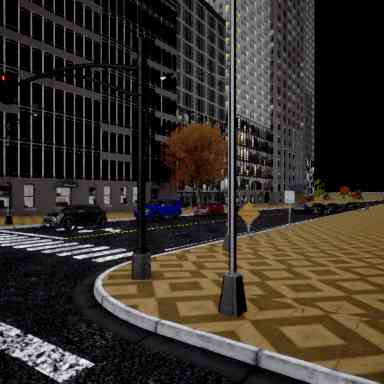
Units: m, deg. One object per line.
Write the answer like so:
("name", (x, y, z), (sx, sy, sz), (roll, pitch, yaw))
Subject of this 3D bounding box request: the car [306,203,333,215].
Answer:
("car", (17.765, 2.399, 46.272), (1.837, 1.490, 4.892), (0, -1, 33))

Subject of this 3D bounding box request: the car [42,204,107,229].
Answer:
("car", (-8.390, 1.648, 24.075), (2.097, 1.767, 4.553), (0, -1, 33))

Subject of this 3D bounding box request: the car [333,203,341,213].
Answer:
("car", (23.166, 2.575, 54.659), (1.837, 1.490, 4.892), (0, -1, 33))

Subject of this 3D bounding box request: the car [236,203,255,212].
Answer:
("car", (7.630, 2.371, 48.835), (2.033, 1.411, 5.357), (0, -1, 33))

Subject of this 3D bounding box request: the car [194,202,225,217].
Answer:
("car", (2.129, 1.995, 40.378), (2.097, 1.767, 4.553), (0, -1, 33))

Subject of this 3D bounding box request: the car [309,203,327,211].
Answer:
("car", (22.812, 2.691, 60.097), (2.033, 1.411, 5.357), (0, -1, 33))

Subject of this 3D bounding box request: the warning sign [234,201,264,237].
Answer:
("warning sign", (3.164, 1.454, 18.528), (1.300, 1.860, 1.060), (1, 1, 33))

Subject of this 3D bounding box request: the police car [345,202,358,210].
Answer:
("police car", (31.586, 2.739, 65.790), (1.930, 1.638, 5.238), (0, -1, 33))

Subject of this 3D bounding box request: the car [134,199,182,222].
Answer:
("car", (-3.171, 1.689, 32.166), (2.150, 2.045, 5.566), (0, -1, 33))

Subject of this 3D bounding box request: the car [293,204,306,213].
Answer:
("car", (17.108, 2.506, 51.254), (2.033, 1.411, 5.357), (0, -1, 32))
